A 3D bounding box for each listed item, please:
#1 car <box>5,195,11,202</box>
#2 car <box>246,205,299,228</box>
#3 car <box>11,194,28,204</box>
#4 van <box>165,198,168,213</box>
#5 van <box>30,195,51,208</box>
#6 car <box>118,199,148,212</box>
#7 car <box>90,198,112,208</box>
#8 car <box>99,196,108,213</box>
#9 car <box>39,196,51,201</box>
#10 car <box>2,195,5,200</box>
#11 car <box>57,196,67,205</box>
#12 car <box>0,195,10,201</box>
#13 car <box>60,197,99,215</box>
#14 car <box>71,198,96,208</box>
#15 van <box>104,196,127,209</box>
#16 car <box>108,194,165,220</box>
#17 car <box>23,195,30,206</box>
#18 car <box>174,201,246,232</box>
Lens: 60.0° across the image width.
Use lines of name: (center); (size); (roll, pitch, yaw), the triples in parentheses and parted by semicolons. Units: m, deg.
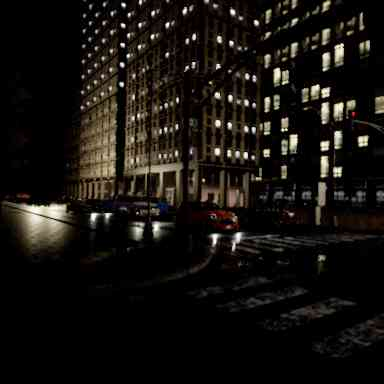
car: (-37.294, 1.447, 69.570); (1.947, 1.339, 4.313); (2, -1, -35)
car: (5.506, 1.603, 23.753); (1.967, 1.590, 4.097); (2, -1, -35)
car: (-30.749, 1.205, 60.361); (2.192, 1.841, 5.009); (2, -1, -35)
van: (-4.301, 1.480, 37.572); (1.690, 1.788, 3.998); (2, -1, -35)
van: (-20.941, 1.248, 46.542); (1.690, 1.788, 3.998); (2, -1, -35)
car: (-7.575, 1.682, 42.176); (2.008, 1.369, 4.403); (2, -1, -35)
car: (-14.115, 1.683, 51.388); (1.947, 1.339, 4.313); (2, -1, -35)
car: (-10.823, 1.494, 36.765); (1.837, 1.490, 4.892); (2, -1, -35)
car: (-37.002, 1.666, 83.631); (1.802, 1.307, 4.206); (2, -1, -35)
car: (-40.562, 1.427, 74.176); (2.008, 1.369, 4.403); (2, -1, -35)
car: (-22.499, 1.546, 58.722); (1.837, 1.490, 4.892); (2, -1, -35)
car: (-47.005, 1.415, 83.252); (1.752, 1.417, 4.829); (2, -1, -35)
car: (-11.138, 1.479, 32.721); (2.008, 1.369, 4.403); (2, -1, -35)
car: (-16.360, 1.600, 50.075); (2.033, 1.411, 5.357); (2, -1, -36)
van: (-10.840, 1.465, 46.785); (1.690, 1.788, 3.998); (2, -1, -35)
car: (-4.880, 1.225, 28.401); (2.150, 2.045, 5.566); (2, -1, -35)
car: (-24.216, 1.483, 51.145); (1.802, 1.307, 4.206); (2, -1, -35)
car: (0.785, 1.369, 20.360); (2.097, 1.767, 4.553); (2, -1, -34)
